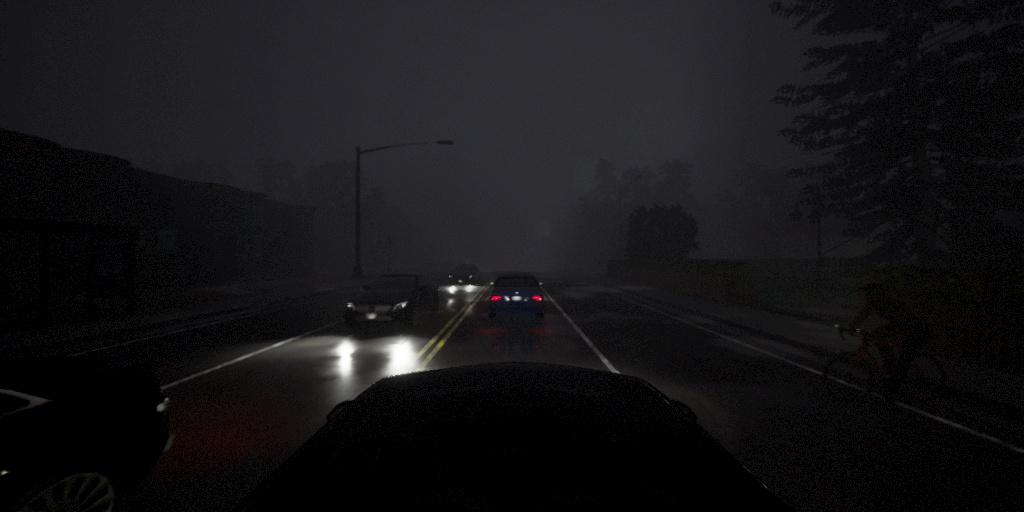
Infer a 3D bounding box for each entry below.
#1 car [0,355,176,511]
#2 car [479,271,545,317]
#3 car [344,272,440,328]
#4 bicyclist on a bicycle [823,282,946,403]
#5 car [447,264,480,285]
[{"bbox_3d":[-3.614,1.234,0.755,2.128,1.511,4.902,0,0,0],"label":"car"},{"bbox_3d":[0.150,1.295,13.059,2.033,1.411,5.357,0,0,0],"label":"car"},{"bbox_3d":[-3.547,1.263,11.446,1.812,1.442,4.674,0,0,1],"label":"car"},{"bbox_3d":[5.033,1.184,4.845,1.656,1.620,0.582,0,0,0],"label":"bicyclist on a bicycle"},{"bbox_3d":[-3.398,1.283,26.483,2.033,1.411,5.357,0,0,1],"label":"car"}]
